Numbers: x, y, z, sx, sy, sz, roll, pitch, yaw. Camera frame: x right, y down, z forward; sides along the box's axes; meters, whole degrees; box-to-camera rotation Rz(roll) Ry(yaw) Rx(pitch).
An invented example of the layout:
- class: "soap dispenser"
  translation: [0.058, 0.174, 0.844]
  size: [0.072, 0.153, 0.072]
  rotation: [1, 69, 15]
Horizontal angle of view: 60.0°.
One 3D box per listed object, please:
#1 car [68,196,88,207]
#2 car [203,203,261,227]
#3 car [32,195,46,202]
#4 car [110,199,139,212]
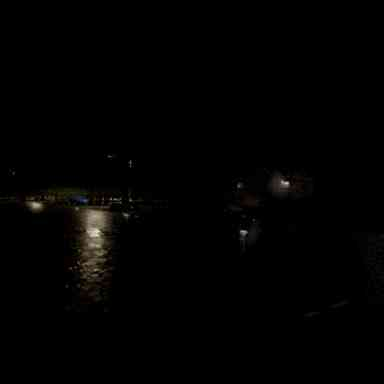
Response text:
- class: "car"
  translation: [-17.422, 1.316, 50.886]
  size: [1.882, 1.535, 5.008]
  rotation: [2, -1, -36]
- class: "car"
  translation: [2.613, 1.530, 22.996]
  size: [1.812, 1.442, 4.674]
  rotation: [2, -1, -36]
- class: "car"
  translation: [-39.152, 1.767, 85.601]
  size: [1.895, 1.301, 4.718]
  rotation: [2, -2, -36]
- class: "car"
  translation: [-7.568, 1.486, 37.089]
  size: [1.994, 1.385, 4.181]
  rotation: [2, -1, -36]
